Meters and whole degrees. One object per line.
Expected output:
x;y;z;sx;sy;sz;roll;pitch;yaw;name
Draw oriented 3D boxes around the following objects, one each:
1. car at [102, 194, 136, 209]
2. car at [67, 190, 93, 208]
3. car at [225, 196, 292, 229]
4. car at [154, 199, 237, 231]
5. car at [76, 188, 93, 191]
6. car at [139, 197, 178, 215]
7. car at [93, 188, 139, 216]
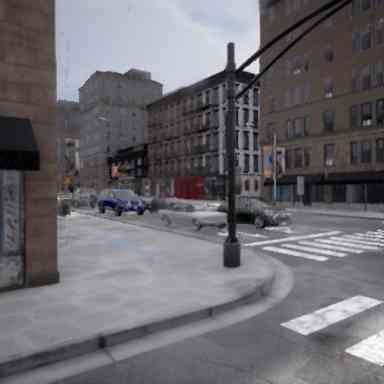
-7.731;0.947;35.088;1.994;1.385;4.181;-1;1;-36;car
-11.761;0.879;35.163;1.837;1.490;4.892;-1;1;-35;car
3.520;1.040;19.255;2.097;1.767;4.553;-1;1;-36;car
0.036;1.293;18.503;1.895;1.301;4.718;-1;1;-35;car
-13.834;0.447;43.776;2.150;2.045;5.566;-1;1;-34;car
-1.981;1.084;26.970;2.033;1.411;5.357;-1;1;-35;car
-5.736;0.755;26.643;2.150;2.045;5.566;-1;1;-36;car
